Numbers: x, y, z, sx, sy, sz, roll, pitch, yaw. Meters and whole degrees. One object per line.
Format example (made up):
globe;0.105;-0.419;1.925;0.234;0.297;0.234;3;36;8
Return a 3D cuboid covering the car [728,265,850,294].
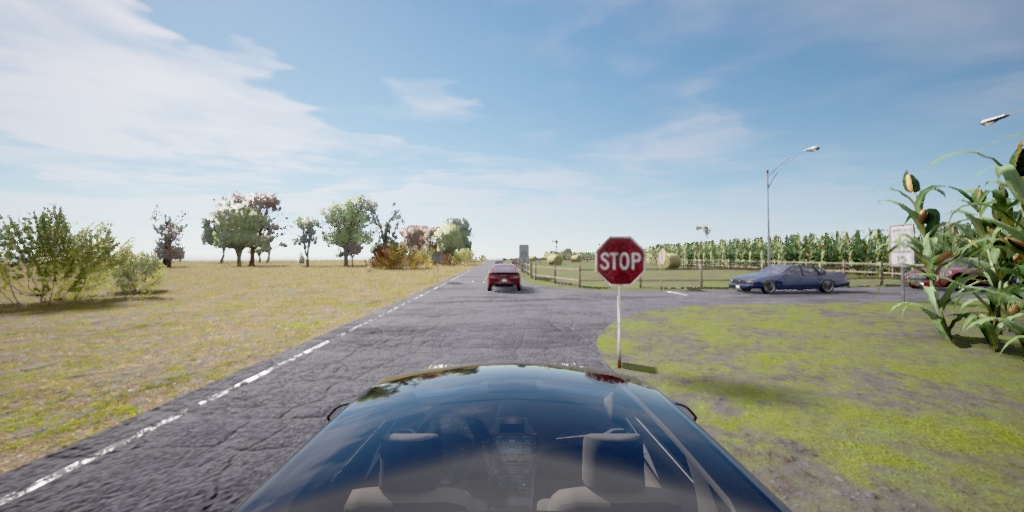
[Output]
car;14.279;1.163;18.585;5.357;1.411;2.033;-1;-1;-2

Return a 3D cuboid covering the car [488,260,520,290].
car;-0.511;1.230;22.578;1.882;1.535;5.008;0;0;-2

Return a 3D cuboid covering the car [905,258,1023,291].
car;23.762;0.876;18.995;4.553;1.767;2.097;-1;-1;-2
